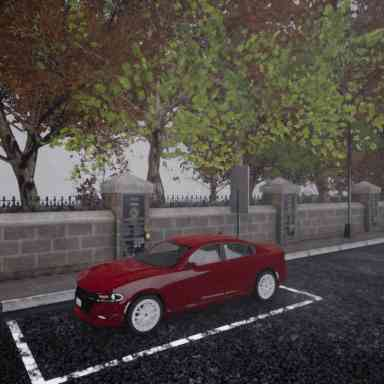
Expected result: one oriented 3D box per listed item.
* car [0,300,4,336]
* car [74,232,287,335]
[{"bbox_3d":[-4.490,1.551,3.449,4.403,1.369,2.008,0,0,-36],"label":"car"},{"bbox_3d":[-0.012,1.545,6.711,4.507,1.381,1.887,0,0,-36],"label":"car"}]
